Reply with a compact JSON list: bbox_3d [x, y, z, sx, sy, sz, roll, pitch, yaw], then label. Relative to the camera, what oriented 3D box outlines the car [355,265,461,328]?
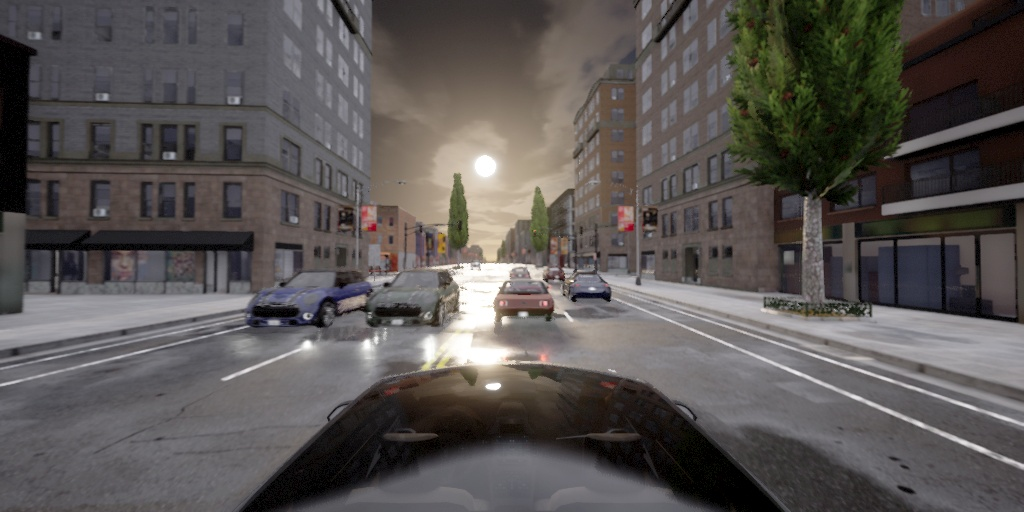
[{"bbox_3d":[-3.040,1.220,11.918,2.097,1.767,4.553,0,-1,2],"label":"car"}]

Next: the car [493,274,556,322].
[{"bbox_3d":[0.416,1.491,13.013,1.895,1.301,4.718,0,-1,2],"label":"car"}]

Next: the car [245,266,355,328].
[{"bbox_3d":[-6.296,1.212,11.815,2.097,1.767,4.553,0,-1,2],"label":"car"}]

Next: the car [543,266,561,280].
[{"bbox_3d":[3.891,1.681,32.984,1.812,1.442,4.674,0,-1,1],"label":"car"}]

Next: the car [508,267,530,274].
[{"bbox_3d":[0.640,1.670,31.080,2.033,1.411,5.357,0,-1,0],"label":"car"}]

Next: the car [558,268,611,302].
[{"bbox_3d":[3.795,1.534,18.756,1.994,1.385,4.181,0,-1,1],"label":"car"}]
